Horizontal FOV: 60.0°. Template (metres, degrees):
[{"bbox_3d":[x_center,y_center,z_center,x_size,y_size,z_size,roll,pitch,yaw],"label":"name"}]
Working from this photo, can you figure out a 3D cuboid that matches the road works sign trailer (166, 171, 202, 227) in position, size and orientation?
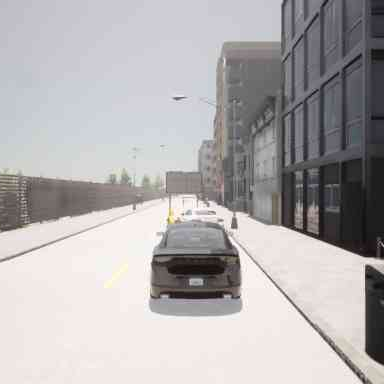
[{"bbox_3d":[-0.558,0.464,21.331,2.380,3.560,2.880,0,0,-17],"label":"road works sign trailer"}]

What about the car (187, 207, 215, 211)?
[{"bbox_3d":[0.445,1.539,17.851,1.812,1.442,4.674,0,-1,-10],"label":"car"}]

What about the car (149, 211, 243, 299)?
[{"bbox_3d":[0.073,1.478,8.500,1.882,1.535,5.008,0,0,0],"label":"car"}]
